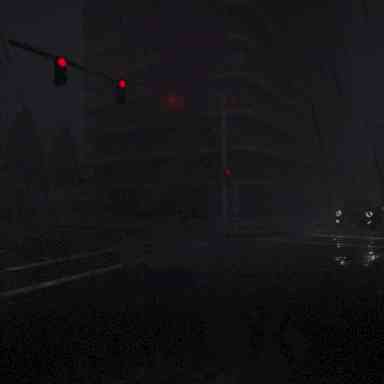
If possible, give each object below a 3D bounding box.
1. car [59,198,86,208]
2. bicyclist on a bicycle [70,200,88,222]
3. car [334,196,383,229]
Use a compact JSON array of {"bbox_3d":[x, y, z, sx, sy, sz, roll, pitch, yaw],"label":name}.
[{"bbox_3d":[-17.734,1.607,50.131,2.097,1.767,4.553,-1,0,35],"label":"car"},{"bbox_3d":[-8.513,1.451,25.102,0.582,1.620,1.656,-1,0,35],"label":"bicyclist on a bicycle"},{"bbox_3d":[10.135,1.202,20.181,2.097,1.767,4.553,-1,0,35],"label":"car"}]
